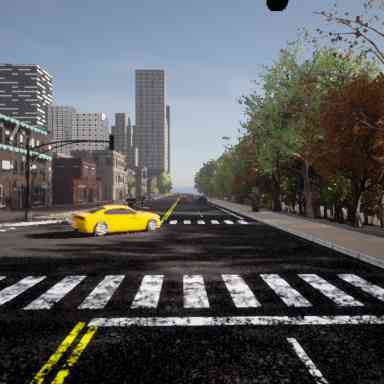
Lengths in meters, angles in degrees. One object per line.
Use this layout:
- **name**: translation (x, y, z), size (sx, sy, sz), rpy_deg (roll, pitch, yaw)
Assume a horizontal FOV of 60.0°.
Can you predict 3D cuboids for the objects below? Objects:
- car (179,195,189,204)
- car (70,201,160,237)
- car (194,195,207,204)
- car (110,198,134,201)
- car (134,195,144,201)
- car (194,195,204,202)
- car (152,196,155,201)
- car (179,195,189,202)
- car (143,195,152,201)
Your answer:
- **car**: translation (-1.516, 1.540, 62.749), size (1.994, 1.385, 4.181), rpy_deg (0, 0, -1)
- **car**: translation (-4.082, 1.473, 18.350), size (5.008, 1.535, 1.882), rpy_deg (0, 1, -40)
- **car**: translation (1.835, 1.454, 62.902), size (1.882, 1.535, 5.008), rpy_deg (0, 0, -1)
- **car**: translation (-7.375, 1.481, 32.464), size (2.128, 1.511, 4.902), rpy_deg (0, 0, -1)
- **car**: translation (-7.600, 1.490, 42.023), size (1.837, 1.490, 4.892), rpy_deg (0, 0, -1)
- **car**: translation (1.490, 1.470, 73.008), size (1.837, 1.490, 4.892), rpy_deg (0, 0, -1)
- **car**: translation (-8.041, 1.468, 61.980), size (2.128, 1.511, 4.902), rpy_deg (0, 0, -1)
- **car**: translation (-1.758, 1.343, 72.749), size (2.033, 1.411, 5.357), rpy_deg (0, 0, -1)
- **car**: translation (-7.834, 1.333, 51.717), size (2.097, 1.767, 4.553), rpy_deg (0, 0, -1)
